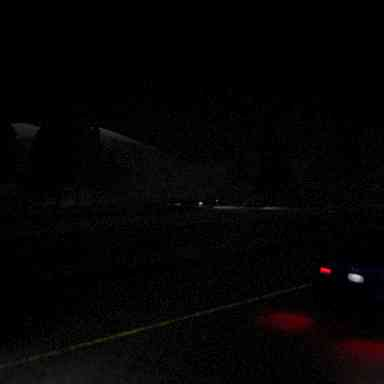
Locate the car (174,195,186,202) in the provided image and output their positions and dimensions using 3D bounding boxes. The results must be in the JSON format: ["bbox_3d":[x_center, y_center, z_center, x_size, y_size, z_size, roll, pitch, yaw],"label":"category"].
[{"bbox_3d":[-2.742,1.434,77.316,1.812,1.442,4.674,0,0,-14],"label":"car"}]

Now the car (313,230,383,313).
[{"bbox_3d":[4.875,1.530,7.209,5.357,1.411,2.033,0,0,-35],"label":"car"}]

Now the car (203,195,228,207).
[{"bbox_3d":[3.539,1.283,50.464,2.097,1.767,4.553,0,0,-28],"label":"car"}]

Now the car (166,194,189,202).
[{"bbox_3d":[-2.866,1.418,64.638,2.128,1.511,4.902,0,0,-20],"label":"car"}]

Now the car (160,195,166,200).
[{"bbox_3d":[-6.603,1.467,79.210,1.994,1.385,4.181,0,0,-10],"label":"car"}]

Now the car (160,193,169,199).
[{"bbox_3d":[-7.705,1.038,94.377,2.128,1.511,4.902,0,0,1],"label":"car"}]

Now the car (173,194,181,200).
[{"bbox_3d":[-4.196,1.335,92.277,2.033,1.411,5.357,0,0,-3],"label":"car"}]

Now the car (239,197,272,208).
[{"bbox_3d":[9.069,1.475,48.076,2.033,1.411,5.357,0,0,-33],"label":"car"}]

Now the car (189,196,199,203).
[{"bbox_3d":[-0.037,1.482,67.035,1.994,1.385,4.181,0,0,-19],"label":"car"}]
